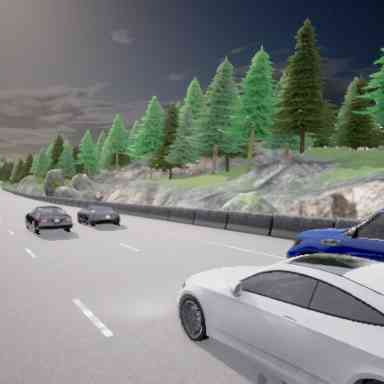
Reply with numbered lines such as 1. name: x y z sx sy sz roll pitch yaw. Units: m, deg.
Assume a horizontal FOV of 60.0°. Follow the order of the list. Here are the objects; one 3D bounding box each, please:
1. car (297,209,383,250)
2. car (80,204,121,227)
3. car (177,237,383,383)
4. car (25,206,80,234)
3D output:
1. car: 4.449 1.224 6.231 2.150 2.045 5.566 0 0 -34
2. car: -6.421 1.534 22.618 1.994 1.385 4.181 0 0 -34
3. car: 1.595 1.525 4.199 1.812 1.442 4.674 0 0 -34
4. car: -8.336 1.516 19.172 2.033 1.411 5.357 0 0 -34
